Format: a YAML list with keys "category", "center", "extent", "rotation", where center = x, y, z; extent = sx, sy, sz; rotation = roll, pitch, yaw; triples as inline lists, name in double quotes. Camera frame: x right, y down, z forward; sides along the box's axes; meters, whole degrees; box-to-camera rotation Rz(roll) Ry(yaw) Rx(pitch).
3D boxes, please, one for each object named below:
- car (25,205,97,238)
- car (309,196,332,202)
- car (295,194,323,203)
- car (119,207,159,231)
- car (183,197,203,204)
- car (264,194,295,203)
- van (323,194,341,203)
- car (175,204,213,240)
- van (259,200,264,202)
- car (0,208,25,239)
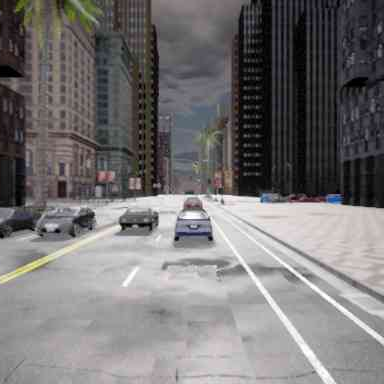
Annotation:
- category: "car"
  center: [-6.592, 1.496, 17.973]
  extent: [2.128, 1.511, 4.902]
  rotation: [0, 0, 0]
- category: "car"
  center: [28.451, 1.571, 73.699]
  extent: [4.206, 1.307, 1.802]
  rotation: [0, 0, 0]
- category: "car"
  center: [22.774, 1.596, 65.174]
  extent: [4.206, 1.307, 1.802]
  rotation: [0, 0, 0]
- category: "car"
  center: [-3.141, 1.606, 20.712]
  extent: [1.895, 1.301, 4.718]
  rotation: [0, 0, 0]
- category: "car"
  center: [0.115, 1.362, 36.370]
  extent: [2.097, 1.767, 4.553]
  rotation: [0, 0, 0]
- category: "car"
  center: [17.097, 1.569, 65.174]
  extent: [4.403, 1.369, 2.008]
  rotation: [0, 0, 0]
- category: "van"
  center: [28.452, 1.351, 65.173]
  extent: [3.998, 1.788, 1.690]
  rotation: [0, 0, 0]
- category: "car"
  center: [0.089, 1.551, 17.049]
  extent: [2.033, 1.411, 5.357]
  rotation: [0, 0, 0]
- category: "van"
  center: [17.096, 1.338, 73.699]
  extent: [3.998, 1.788, 1.690]
  rotation: [0, 0, 0]
- category: "car"
  center: [-9.843, 1.552, 17.764]
  extent: [2.033, 1.411, 5.357]
  rotation: [0, 0, 0]
